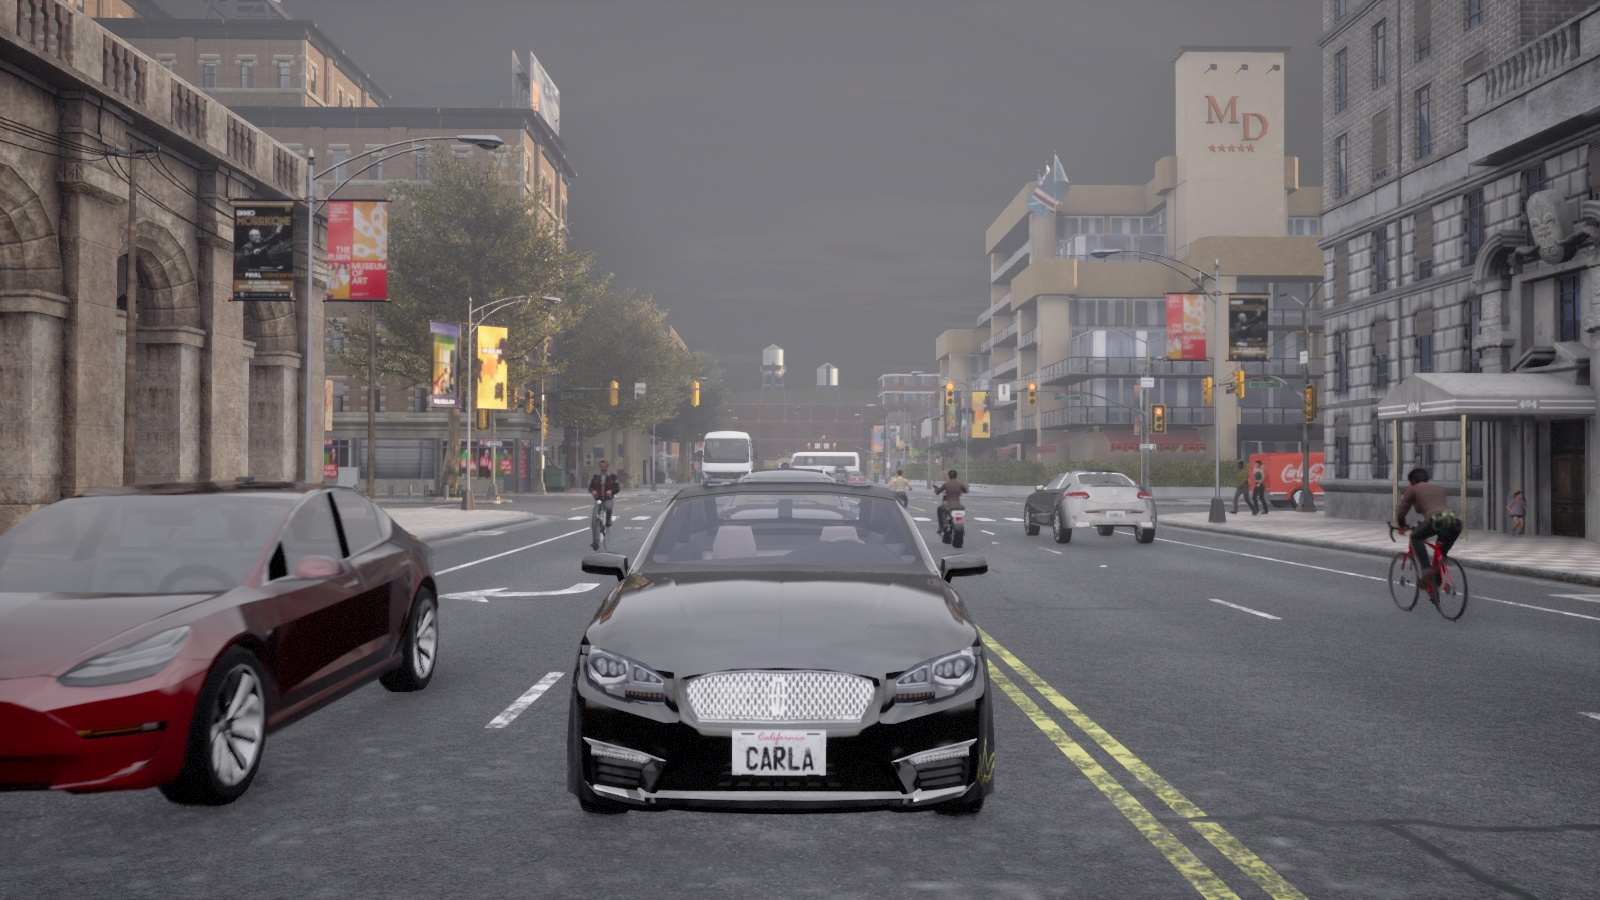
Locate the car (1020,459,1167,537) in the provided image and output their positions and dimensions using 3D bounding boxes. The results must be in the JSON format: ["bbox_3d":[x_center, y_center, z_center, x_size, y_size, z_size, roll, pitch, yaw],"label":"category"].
[{"bbox_3d":[6.662,1.055,29.144,2.152,1.651,5.027,0,-1,-1],"label":"car"}]

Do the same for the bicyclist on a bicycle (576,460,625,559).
[{"bbox_3d":[-3.743,1.098,23.721,0.659,1.776,1.843,0,-1,-1],"label":"bicyclist on a bicycle"}]

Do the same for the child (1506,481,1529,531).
[{"bbox_3d":[16.074,1.258,28.137,0.255,1.110,0.394,0,-1,-6],"label":"child"}]

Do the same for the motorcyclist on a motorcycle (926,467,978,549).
[{"bbox_3d":[3.210,1.199,26.657,0.766,1.649,2.350,0,-1,-1],"label":"motorcyclist on a motorcycle"}]

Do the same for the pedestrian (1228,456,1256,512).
[{"bbox_3d":[14.552,1.106,41.349,0.709,1.840,0.431,0,-1,-9],"label":"pedestrian"}]

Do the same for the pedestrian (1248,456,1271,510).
[{"bbox_3d":[15.601,1.123,42.638,0.594,1.836,0.345,0,-1,-9],"label":"pedestrian"}]

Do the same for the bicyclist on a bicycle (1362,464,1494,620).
[{"bbox_3d":[6.877,0.972,13.843,0.582,1.620,1.656,0,-1,-1],"label":"bicyclist on a bicycle"}]

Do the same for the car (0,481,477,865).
[{"bbox_3d":[-3.588,0.953,7.410,2.163,1.488,4.792,0,-1,0],"label":"car"}]

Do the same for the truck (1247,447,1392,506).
[{"bbox_3d":[22.685,1.163,54.977,5.204,2.467,2.627,-1,-1,-1],"label":"truck"}]

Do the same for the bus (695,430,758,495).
[{"bbox_3d":[-4.931,0.914,86.961,3.944,4.253,10.273,0,-1,-1],"label":"bus"}]

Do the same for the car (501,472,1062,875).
[{"bbox_3d":[-0.075,0.892,7.229,2.128,1.511,4.902,0,-1,0],"label":"car"}]

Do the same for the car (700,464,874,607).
[{"bbox_3d":[-0.171,1.031,17.149,2.033,1.649,4.856,0,0,-1],"label":"car"}]
